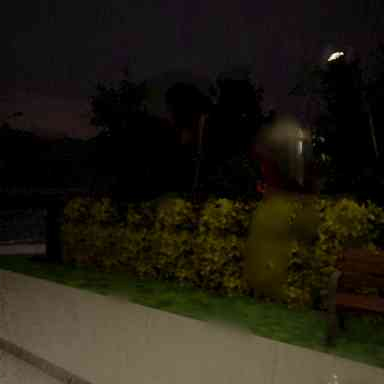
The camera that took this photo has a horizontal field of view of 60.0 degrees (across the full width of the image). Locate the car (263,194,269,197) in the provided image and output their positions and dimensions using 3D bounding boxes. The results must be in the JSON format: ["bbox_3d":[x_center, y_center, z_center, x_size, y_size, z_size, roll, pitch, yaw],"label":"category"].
[{"bbox_3d":[13.692,0.897,62.750,1.882,1.535,5.008,-1,-1,35],"label":"car"}]
